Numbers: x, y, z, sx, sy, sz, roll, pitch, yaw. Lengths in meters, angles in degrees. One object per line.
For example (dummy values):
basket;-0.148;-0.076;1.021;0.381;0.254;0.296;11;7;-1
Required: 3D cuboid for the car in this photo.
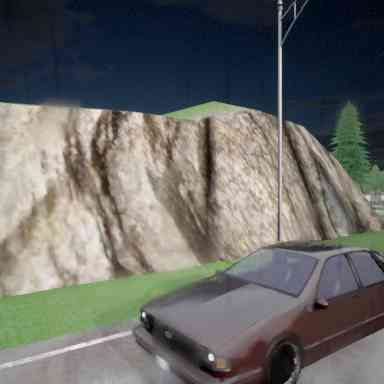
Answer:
car;1.829;1.547;5.312;5.357;1.411;2.033;0;0;-36
